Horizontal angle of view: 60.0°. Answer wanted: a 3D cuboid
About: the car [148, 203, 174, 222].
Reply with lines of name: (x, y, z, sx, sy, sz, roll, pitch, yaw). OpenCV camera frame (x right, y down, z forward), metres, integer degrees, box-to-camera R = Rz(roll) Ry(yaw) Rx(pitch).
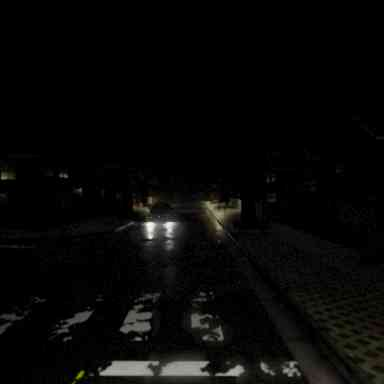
car: (-2.539, 1.687, 28.229, 1.837, 1.490, 4.892, 0, 0, 0)
